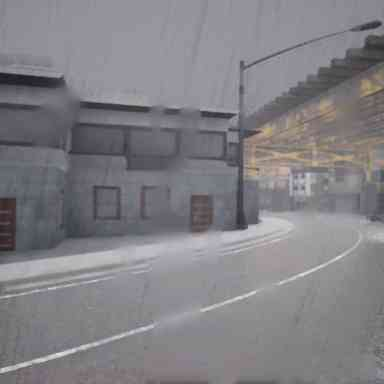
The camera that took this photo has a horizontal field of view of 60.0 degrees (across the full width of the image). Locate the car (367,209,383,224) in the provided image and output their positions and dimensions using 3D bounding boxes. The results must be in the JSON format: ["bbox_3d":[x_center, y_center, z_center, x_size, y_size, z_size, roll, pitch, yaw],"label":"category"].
[{"bbox_3d":[18.779,2.306,32.111,2.033,1.411,5.357,1,-2,8],"label":"car"}]

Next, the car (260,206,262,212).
[{"bbox_3d":[12.922,3.358,69.426,1.882,1.535,5.008,1,-2,-14],"label":"car"}]
